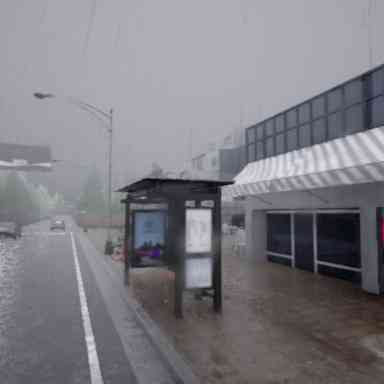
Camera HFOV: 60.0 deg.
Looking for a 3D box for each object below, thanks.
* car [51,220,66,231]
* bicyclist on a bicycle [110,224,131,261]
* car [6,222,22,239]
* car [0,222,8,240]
[{"bbox_3d":[-18.780,4.627,46.635,2.033,1.411,5.357,2,-4,-20],"label":"car"},{"bbox_3d":[-2.725,2.177,14.464,1.656,1.620,0.582,1,-4,-20],"label":"bicyclist on a bicycle"},{"bbox_3d":[-16.201,3.358,29.280,2.033,1.411,5.357,2,-4,-20],"label":"car"},{"bbox_3d":[-12.545,2.717,19.375,2.033,1.411,5.357,2,-4,-20],"label":"car"}]
